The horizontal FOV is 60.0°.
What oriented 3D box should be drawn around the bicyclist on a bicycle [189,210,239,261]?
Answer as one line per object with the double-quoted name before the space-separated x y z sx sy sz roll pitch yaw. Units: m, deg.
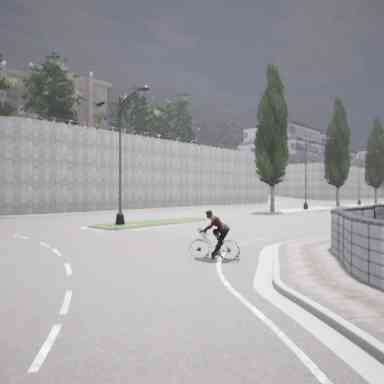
"bicyclist on a bicycle" 0.711 1.421 10.779 1.656 1.620 0.582 0 0 12
